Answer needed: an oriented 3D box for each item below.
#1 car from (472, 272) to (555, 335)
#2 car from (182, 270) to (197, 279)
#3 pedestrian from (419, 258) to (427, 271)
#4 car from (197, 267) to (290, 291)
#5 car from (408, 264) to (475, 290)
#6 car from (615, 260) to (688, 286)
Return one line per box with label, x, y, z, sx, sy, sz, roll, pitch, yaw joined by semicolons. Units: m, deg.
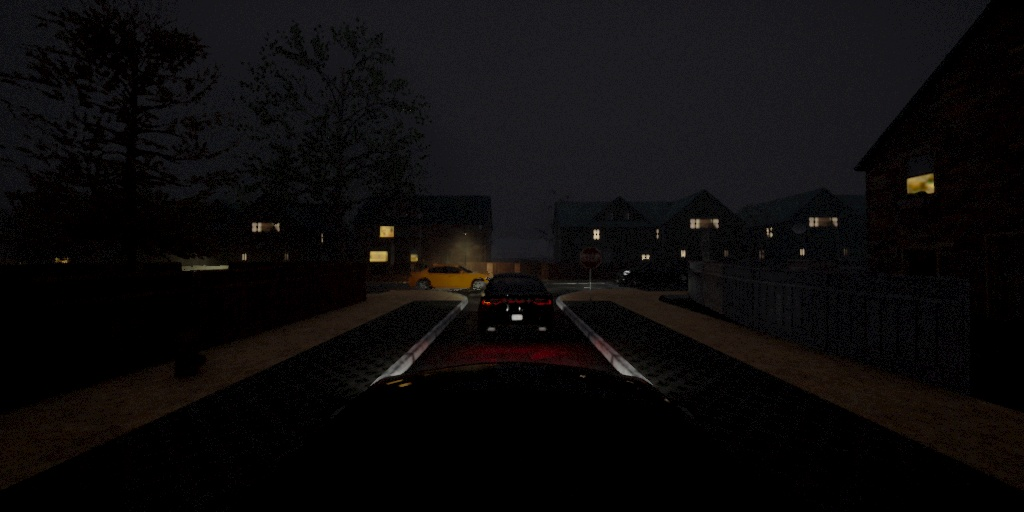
car;0.065;1.218;10.490;1.882;1.535;5.008;0;0;-1
car;-18.601;1.487;21.193;4.181;1.385;1.994;-1;-1;1
pedestrian;-6.731;1.078;26.913;0.375;1.860;0.375;0;-1;1
car;-17.945;1.490;24.132;4.892;1.490;1.837;-1;-1;1
car;-3.490;1.248;21.004;5.008;1.535;1.882;0;-1;1
car;9.256;1.073;23.803;4.553;1.767;2.097;0;-1;1
